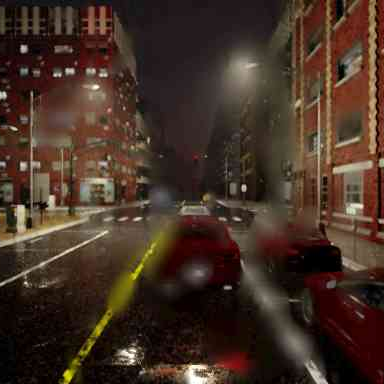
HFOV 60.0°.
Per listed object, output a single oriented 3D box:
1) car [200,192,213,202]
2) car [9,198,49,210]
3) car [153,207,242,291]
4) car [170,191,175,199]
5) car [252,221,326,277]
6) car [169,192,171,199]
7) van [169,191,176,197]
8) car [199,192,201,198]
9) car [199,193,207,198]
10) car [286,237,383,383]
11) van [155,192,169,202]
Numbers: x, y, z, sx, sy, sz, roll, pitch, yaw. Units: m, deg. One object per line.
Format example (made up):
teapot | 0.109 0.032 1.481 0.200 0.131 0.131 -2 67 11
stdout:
car | 2.803 1.030 59.078 1.752 1.417 4.829 1 0 0
car | -18.645 1.399 38.076 4.313 1.339 1.947 0 0 0
car | 0.115 1.402 8.869 1.882 1.535 5.008 0 1 0
car | -5.549 0.948 75.918 1.802 1.307 4.206 1 0 0
car | 2.855 1.500 9.657 1.802 1.307 4.206 1 0 0
car | -5.568 1.041 64.614 1.802 1.307 4.206 1 0 0
van | -5.516 0.569 92.873 1.690 1.788 3.998 1 0 0
car | 2.841 0.864 81.518 1.887 1.381 4.507 1 0 0
car | 2.850 0.840 87.169 1.947 1.339 4.313 1 0 0
car | 2.676 1.547 4.001 1.802 1.307 4.206 1 0 0
van | -5.574 0.847 58.960 1.690 1.788 3.998 1 0 0
